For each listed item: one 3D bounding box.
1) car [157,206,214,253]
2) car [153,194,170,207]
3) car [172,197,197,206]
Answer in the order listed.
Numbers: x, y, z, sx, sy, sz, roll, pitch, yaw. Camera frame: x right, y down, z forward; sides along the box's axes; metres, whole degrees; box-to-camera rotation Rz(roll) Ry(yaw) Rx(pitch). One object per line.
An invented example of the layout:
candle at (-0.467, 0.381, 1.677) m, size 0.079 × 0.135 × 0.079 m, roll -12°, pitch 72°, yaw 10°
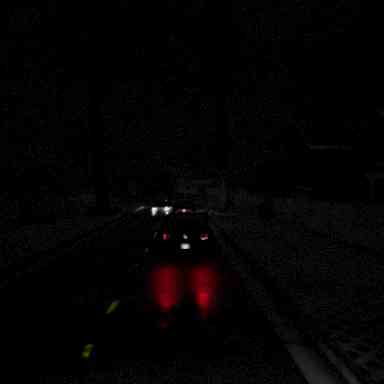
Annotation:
car at (-0.243, 1.425, 12.849) m, size 1.895 × 1.301 × 4.718 m, roll 0°, pitch 1°, yaw -1°
car at (-3.839, 1.009, 41.939) m, size 1.882 × 1.535 × 5.008 m, roll 0°, pitch 0°, yaw -1°
car at (-0.641, 1.166, 28.524) m, size 1.837 × 1.490 × 4.892 m, roll 0°, pitch 1°, yaw -1°
